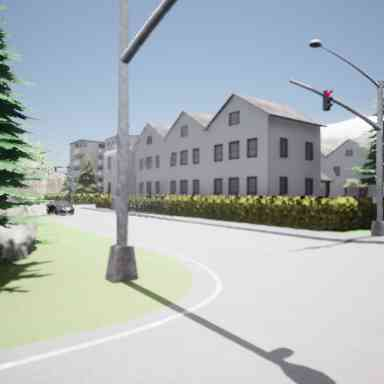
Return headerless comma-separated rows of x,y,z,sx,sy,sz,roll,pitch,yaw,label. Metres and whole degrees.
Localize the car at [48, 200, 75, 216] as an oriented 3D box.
-13.171,1.558,33.296,2.128,1.511,4.902,1,-1,-35,car
